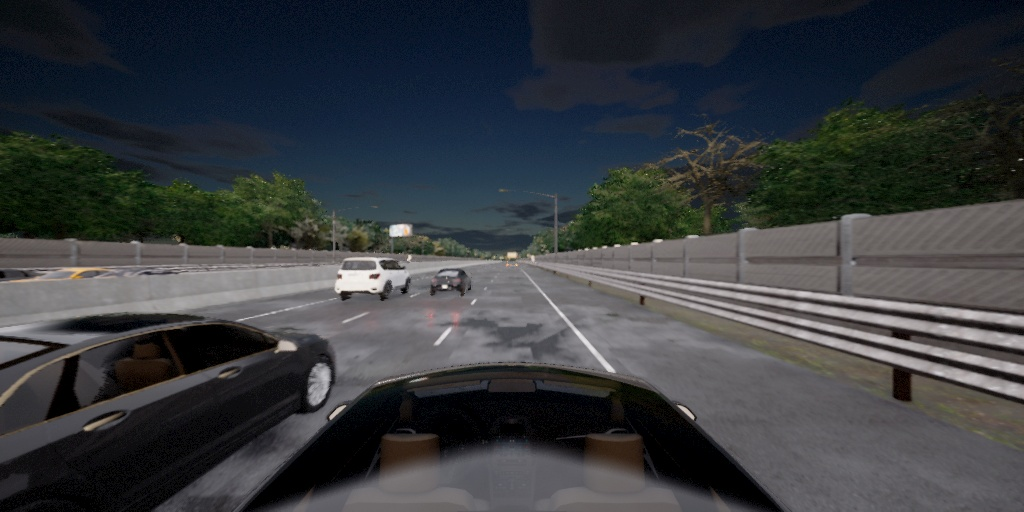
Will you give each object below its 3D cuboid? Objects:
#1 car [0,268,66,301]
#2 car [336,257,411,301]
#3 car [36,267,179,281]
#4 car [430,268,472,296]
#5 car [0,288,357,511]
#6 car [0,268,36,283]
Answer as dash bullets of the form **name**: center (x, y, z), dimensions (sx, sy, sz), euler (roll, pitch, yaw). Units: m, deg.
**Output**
- **car**: center (-24.590, 1.353, 16.576), dimensions (1.837, 1.490, 4.892), euler (0, 0, 0)
- **car**: center (-6.894, 1.081, 18.445), dimensions (2.150, 2.045, 5.566), euler (0, 0, 0)
- **car**: center (-17.591, 1.339, 16.586), dimensions (2.128, 1.511, 4.902), euler (0, 0, 0)
- **car**: center (-3.392, 1.397, 20.380), dimensions (1.812, 1.442, 4.674), euler (0, 0, 0)
- **car**: center (-3.397, 1.265, 3.176), dimensions (1.837, 1.490, 4.892), euler (0, 0, 0)
- **car**: center (-21.090, 1.331, 17.358), dimensions (1.882, 1.535, 5.008), euler (0, 0, 0)
